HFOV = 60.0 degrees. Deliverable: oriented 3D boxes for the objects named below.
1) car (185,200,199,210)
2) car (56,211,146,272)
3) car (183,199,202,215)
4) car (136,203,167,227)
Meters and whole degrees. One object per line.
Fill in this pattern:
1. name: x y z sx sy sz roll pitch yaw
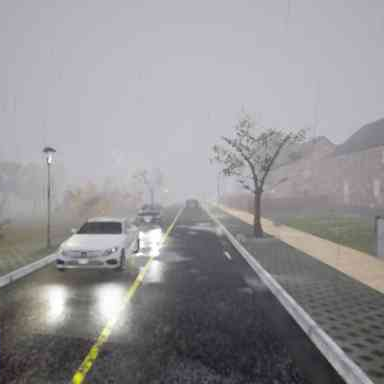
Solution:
1. car: 0.031 1.818 47.723 1.895 1.301 4.718 0 0 0
2. car: -2.868 1.572 11.082 1.812 1.442 4.674 0 0 0
3. car: 0.048 1.512 36.715 2.097 1.767 4.553 0 0 0
4. car: -2.869 1.594 24.032 2.128 1.511 4.902 0 0 0
